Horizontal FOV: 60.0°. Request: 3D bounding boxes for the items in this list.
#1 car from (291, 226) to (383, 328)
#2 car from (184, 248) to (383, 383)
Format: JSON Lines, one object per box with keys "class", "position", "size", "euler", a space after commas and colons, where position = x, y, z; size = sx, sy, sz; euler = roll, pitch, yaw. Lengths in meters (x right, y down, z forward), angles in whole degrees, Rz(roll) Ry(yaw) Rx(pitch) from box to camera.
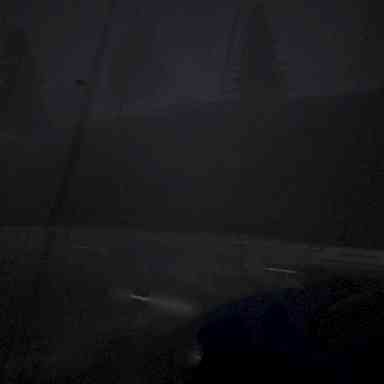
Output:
{"class": "car", "position": [4.258, 1.444, 5.382], "size": [4.718, 1.301, 1.895], "euler": [0, 1, 35]}
{"class": "car", "position": [2.213, 1.399, 2.436], "size": [5.008, 1.535, 1.882], "euler": [0, 1, 36]}
